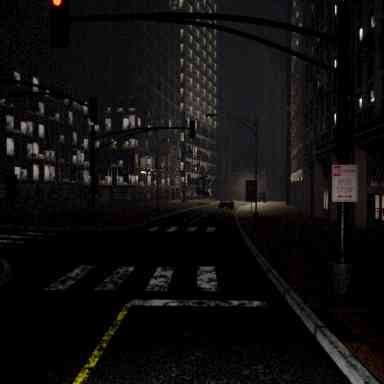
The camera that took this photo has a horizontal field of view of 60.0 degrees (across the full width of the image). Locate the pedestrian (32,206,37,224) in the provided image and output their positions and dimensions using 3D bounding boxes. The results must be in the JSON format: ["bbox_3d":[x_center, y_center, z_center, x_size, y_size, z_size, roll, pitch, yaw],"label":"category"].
[{"bbox_3d":[-9.391,1.345,19.892,0.500,1.100,0.500,0,0,17],"label":"pedestrian"}]

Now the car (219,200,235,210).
[{"bbox_3d":[4.851,1.716,45.705,1.895,1.301,4.718,0,0,11],"label":"car"}]
